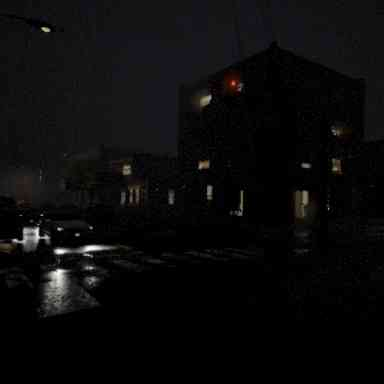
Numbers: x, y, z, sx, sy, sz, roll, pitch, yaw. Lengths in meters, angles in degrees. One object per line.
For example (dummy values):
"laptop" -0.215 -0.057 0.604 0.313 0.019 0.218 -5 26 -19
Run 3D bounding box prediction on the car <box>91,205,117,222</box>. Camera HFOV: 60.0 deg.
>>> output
"car" -8.237 1.843 29.719 1.967 1.590 4.097 1 -1 -35

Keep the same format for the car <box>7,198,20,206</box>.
"car" -40.883 2.223 76.110 2.192 1.841 5.009 1 -1 -35

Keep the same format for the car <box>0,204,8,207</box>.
"car" -14.683 1.741 23.862 1.802 1.307 4.206 1 -1 -35

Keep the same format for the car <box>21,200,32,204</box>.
"car" -31.363 2.197 62.512 1.967 1.590 4.097 1 -1 -35

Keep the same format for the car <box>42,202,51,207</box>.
"car" -20.938 2.121 47.747 1.752 1.417 4.829 1 -1 -35

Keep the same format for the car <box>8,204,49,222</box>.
"car" -13.080 1.844 26.325 1.895 1.301 4.718 2 -2 -35

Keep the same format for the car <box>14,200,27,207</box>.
"car" -34.538 2.389 67.042 1.802 1.307 4.206 1 -1 -35

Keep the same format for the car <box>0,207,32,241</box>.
"car" -9.518 1.627 16.490 1.887 1.381 4.507 1 -1 -35

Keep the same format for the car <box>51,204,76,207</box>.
"car" -14.450 2.048 38.574 2.008 1.369 4.403 1 -1 -35

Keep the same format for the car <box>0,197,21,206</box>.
"car" -21.938 1.602 39.051 2.150 2.045 5.566 2 -2 -35

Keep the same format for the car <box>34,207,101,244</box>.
"car" -6.485 1.670 16.910 1.812 1.442 4.674 2 -2 -35
